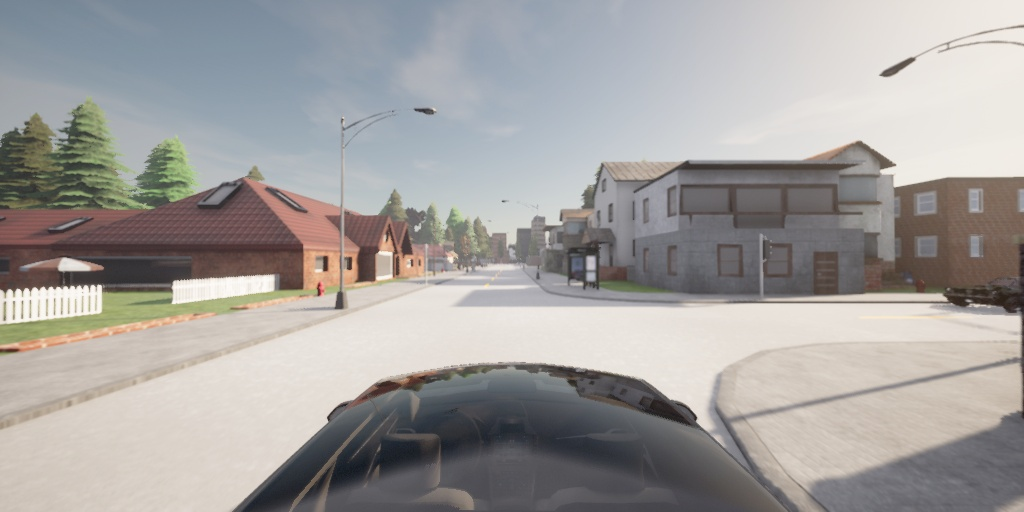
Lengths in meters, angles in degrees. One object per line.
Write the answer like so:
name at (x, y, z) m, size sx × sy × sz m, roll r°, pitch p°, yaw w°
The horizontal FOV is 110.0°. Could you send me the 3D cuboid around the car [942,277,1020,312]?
car at (20.615, 1.498, 14.446) m, size 4.718 × 1.301 × 1.895 m, roll 0°, pitch -1°, yaw 0°
